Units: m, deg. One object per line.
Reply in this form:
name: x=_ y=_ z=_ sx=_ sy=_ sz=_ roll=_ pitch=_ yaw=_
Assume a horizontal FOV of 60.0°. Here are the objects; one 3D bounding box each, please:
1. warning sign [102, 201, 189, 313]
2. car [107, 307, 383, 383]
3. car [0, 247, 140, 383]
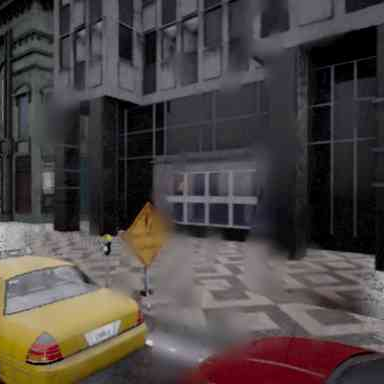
warning sign: x=-0.881 y=1.123 z=6.486 sx=1.060 sy=1.860 sz=1.300 roll=0 pitch=0 yaw=36
car: x=1.835 y=1.545 z=1.624 sx=4.507 sy=1.381 sz=1.887 roll=0 pitch=0 yaw=36
car: x=-2.848 y=1.533 z=5.064 sx=4.829 sy=1.417 sz=1.752 roll=0 pitch=0 yaw=36
